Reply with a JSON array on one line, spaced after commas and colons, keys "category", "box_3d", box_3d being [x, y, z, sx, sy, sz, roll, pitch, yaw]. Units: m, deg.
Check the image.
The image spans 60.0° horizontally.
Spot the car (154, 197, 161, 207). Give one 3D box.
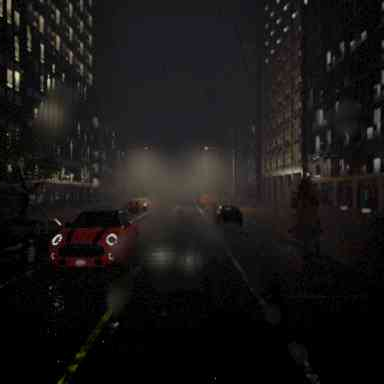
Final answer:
[{"category": "car", "box_3d": [-6.228, 1.578, 51.263, 1.752, 1.417, 4.829, -1, 0, -1]}]

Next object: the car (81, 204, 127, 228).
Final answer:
[{"category": "car", "box_3d": [-5.930, 1.581, 23.016, 2.008, 1.369, 4.403, -1, 0, -1]}]

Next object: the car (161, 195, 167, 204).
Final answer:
[{"category": "car", "box_3d": [-6.350, 1.626, 62.799, 1.947, 1.339, 4.313, -1, 0, -1]}]

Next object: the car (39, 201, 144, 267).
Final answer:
[{"category": "car", "box_3d": [-3.110, 1.368, 11.439, 2.097, 1.767, 4.553, 0, 0, -1]}]

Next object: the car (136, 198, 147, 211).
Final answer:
[{"category": "car", "box_3d": [-6.050, 1.621, 34.382, 1.802, 1.307, 4.206, -1, 0, -1]}]

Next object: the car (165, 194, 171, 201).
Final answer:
[{"category": "car", "box_3d": [-6.470, 1.619, 74.166, 2.008, 1.369, 4.403, -1, 0, -1]}]

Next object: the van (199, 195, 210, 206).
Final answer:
[{"category": "van", "box_3d": [2.088, 1.382, 57.205, 1.690, 1.788, 3.998, -1, 0, -1]}]

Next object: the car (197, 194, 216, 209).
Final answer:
[{"category": "car", "box_3d": [2.207, 1.347, 45.838, 2.192, 1.841, 5.009, -1, 0, -1]}]

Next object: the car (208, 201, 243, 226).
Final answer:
[{"category": "car", "box_3d": [2.450, 1.565, 23.104, 2.008, 1.369, 4.403, -1, 0, -1]}]

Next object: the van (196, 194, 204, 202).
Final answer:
[{"category": "van", "box_3d": [1.847, 1.396, 79.937, 1.690, 1.788, 3.998, -1, 0, -1]}]

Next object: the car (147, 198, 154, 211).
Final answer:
[{"category": "car", "box_3d": [-6.112, 1.484, 40.066, 1.967, 1.590, 4.097, -1, 0, -1]}]

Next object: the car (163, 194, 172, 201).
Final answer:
[{"category": "car", "box_3d": [-6.652, 1.393, 91.216, 2.192, 1.841, 5.009, -1, 0, -1]}]

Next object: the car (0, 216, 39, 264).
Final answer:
[{"category": "car", "box_3d": [-5.811, 1.572, 11.649, 2.008, 1.369, 4.403, -1, 0, -1]}]
